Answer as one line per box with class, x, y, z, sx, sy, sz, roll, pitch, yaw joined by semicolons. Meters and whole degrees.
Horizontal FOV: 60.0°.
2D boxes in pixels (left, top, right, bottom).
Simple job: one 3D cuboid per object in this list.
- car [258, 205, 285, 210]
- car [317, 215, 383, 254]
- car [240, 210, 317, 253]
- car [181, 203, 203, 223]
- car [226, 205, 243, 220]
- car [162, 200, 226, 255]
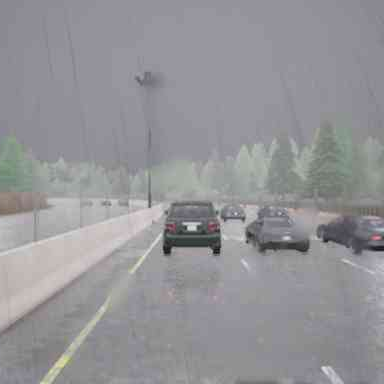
car;6.993;1.817;28.988;2.033;1.411;5.357;0;-1;0
car;6.998;1.678;13.989;2.033;1.411;5.357;0;-1;0
car;3.502;1.698;14.318;1.994;1.385;4.181;0;0;0
car;-0.010;1.781;29.301;1.837;1.490;4.892;0;0;0
car;3.493;1.818;28.988;2.033;1.411;5.357;0;-1;0
car;-0.002;1.348;14.022;2.150;2.045;5.566;0;0;0
